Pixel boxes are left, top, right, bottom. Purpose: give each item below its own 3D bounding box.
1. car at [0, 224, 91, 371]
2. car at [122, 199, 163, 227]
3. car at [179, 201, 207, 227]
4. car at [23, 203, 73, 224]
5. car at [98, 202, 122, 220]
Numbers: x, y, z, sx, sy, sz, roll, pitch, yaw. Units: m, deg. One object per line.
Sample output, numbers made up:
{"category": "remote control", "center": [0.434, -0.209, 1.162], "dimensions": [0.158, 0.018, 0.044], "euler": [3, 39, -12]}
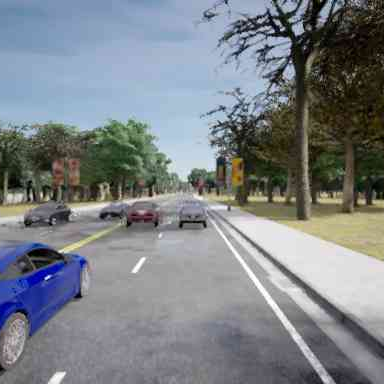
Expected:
{"category": "car", "center": [-3.154, 1.530, 5.542], "dimensions": [1.812, 1.442, 4.674], "euler": [0, 0, 0]}
{"category": "car", "center": [-3.201, 1.373, 23.322], "dimensions": [2.097, 1.767, 4.553], "euler": [0, 0, 0]}
{"category": "car", "center": [0.046, 1.568, 23.048], "dimensions": [2.033, 1.411, 5.357], "euler": [0, 0, -1]}
{"category": "car", "center": [-9.863, 1.529, 23.158], "dimensions": [1.837, 1.490, 4.892], "euler": [0, -1, 0]}
{"category": "car", "center": [-6.586, 1.576, 29.052], "dimensions": [2.033, 1.411, 5.357], "euler": [0, 0, 0]}
